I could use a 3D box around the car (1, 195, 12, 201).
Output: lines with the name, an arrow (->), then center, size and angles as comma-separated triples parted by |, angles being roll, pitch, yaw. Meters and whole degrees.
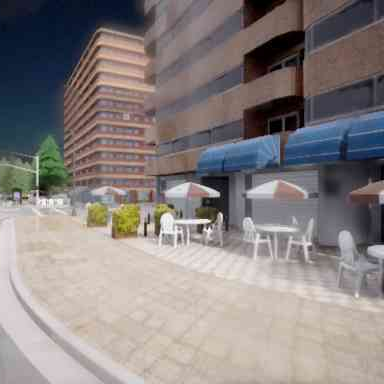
car -> -44.606, 1.484, 80.502 | 2.128, 1.511, 4.902 | 0, 0, -9
